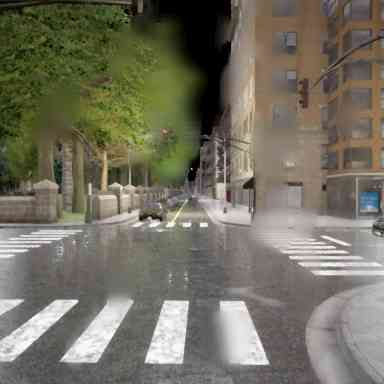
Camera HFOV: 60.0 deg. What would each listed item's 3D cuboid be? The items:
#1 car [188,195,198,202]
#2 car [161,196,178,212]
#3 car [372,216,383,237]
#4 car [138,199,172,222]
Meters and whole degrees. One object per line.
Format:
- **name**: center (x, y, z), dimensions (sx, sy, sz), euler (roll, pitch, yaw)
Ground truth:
- **car**: center (0.198, 1.424, 70.777), dimensions (1.812, 1.442, 4.674), euler (0, 0, 0)
- **car**: center (-3.011, 1.471, 38.370), dimensions (1.837, 1.490, 4.892), euler (0, 0, 0)
- **car**: center (11.003, 1.366, 15.589), dimensions (4.553, 1.767, 2.097), euler (0, 0, 0)
- **car**: center (-3.055, 1.533, 26.832), dimensions (2.033, 1.411, 5.357), euler (0, 0, 1)
